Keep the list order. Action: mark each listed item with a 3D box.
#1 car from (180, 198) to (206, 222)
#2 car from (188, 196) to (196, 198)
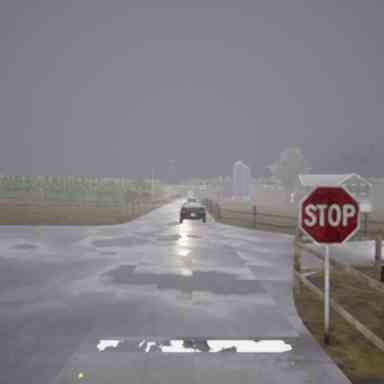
[{"bbox_3d":[0.064,1.477,26.146,1.882,1.535,5.008,0,0,0],"label":"car"},{"bbox_3d":[0.014,1.537,61.902,1.882,1.535,5.008,0,0,0],"label":"car"}]
